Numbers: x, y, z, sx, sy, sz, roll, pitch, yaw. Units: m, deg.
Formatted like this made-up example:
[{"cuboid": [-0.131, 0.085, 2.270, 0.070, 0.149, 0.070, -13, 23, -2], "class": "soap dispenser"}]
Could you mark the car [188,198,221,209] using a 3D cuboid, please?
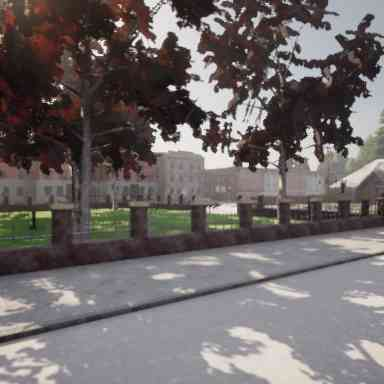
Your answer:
[{"cuboid": [1.626, 1.494, 45.860, 2.033, 1.411, 5.357, 0, 0, -35], "class": "car"}]
